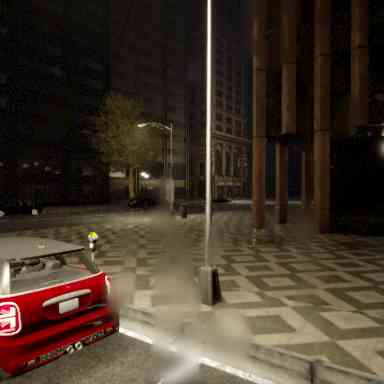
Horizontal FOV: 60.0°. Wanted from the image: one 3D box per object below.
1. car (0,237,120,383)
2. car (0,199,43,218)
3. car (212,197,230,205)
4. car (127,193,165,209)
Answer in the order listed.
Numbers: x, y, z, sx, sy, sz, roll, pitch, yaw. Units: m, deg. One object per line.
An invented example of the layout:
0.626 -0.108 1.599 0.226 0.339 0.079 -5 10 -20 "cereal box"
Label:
-3.091 1.442 5.299 4.097 1.590 1.967 0 0 37 "car"
-15.903 1.451 29.768 1.837 1.490 4.892 0 1 36 "car"
4.556 1.489 57.349 1.895 1.301 4.718 0 0 36 "car"
-5.868 1.132 43.371 2.150 2.045 5.566 0 0 36 "car"
